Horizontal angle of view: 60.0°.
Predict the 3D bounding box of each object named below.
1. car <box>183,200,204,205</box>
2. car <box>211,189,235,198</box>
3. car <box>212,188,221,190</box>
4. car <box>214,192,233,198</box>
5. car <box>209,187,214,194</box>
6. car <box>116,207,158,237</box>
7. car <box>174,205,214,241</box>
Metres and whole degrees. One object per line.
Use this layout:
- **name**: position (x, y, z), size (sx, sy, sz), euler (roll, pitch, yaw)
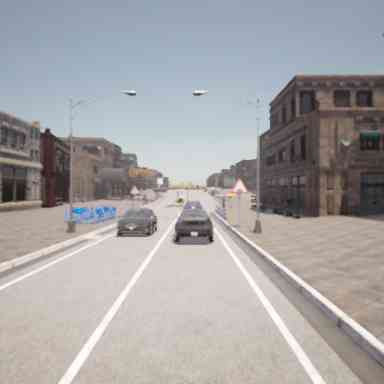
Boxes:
- **car**: position (0.146, 1.602, 33.740), size (2.097, 1.767, 4.553), euler (0, -1, 1)
- **car**: position (8.052, 0.801, 83.004), size (5.366, 1.575, 1.946), euler (0, 2, -1)
- **car**: position (8.144, 0.484, 88.511), size (4.553, 1.767, 2.185), euler (0, 2, -1)
- **car**: position (8.210, 0.745, 85.763), size (4.674, 1.452, 2.002), euler (0, 2, -1)
- **car**: position (8.174, 0.266, 91.261), size (5.566, 2.045, 2.435), euler (0, 2, -1)
- **car**: position (-3.066, 1.674, 19.395), size (1.837, 1.490, 4.892), euler (0, -1, 0)
- **car**: position (0.105, 1.647, 17.348), size (1.837, 1.490, 4.892), euler (0, 0, 0)
